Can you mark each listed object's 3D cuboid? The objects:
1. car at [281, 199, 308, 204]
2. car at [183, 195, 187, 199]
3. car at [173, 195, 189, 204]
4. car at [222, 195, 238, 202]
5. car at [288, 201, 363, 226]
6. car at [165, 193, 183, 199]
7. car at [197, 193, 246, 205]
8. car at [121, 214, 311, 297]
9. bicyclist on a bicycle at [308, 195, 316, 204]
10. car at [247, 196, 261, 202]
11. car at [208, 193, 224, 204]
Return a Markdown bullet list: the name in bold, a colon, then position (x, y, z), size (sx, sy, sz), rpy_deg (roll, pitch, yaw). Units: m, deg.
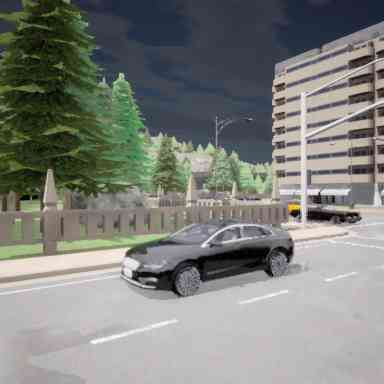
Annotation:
- **car**: position (9.794, 1.422, 29.437), size (1.882, 1.535, 5.008), rpy_deg (0, 0, -33)
- **car**: position (0.135, 1.156, 59.651), size (2.150, 2.045, 5.566), rpy_deg (0, 1, 5)
- **car**: position (-2.251, 1.467, 67.157), size (1.882, 1.535, 5.008), rpy_deg (0, 0, 14)
- **car**: position (8.588, 1.469, 75.176), size (1.812, 1.442, 4.674), rpy_deg (0, 0, 32)
- **car**: position (9.347, 1.545, 23.371), size (1.895, 1.301, 4.718), rpy_deg (0, 0, -29)
- **car**: position (-3.015, 1.169, 51.072), size (2.150, 2.045, 5.566), rpy_deg (0, 0, -6)
- **car**: position (2.678, 1.164, 34.152), size (2.150, 2.045, 5.566), rpy_deg (0, 0, -28)
- **car**: position (0.611, 1.491, 8.663), size (4.902, 1.511, 2.128), rpy_deg (0, 0, -35)
- **bicyclist on a bicycle**: position (15.306, 1.245, 42.449), size (1.656, 1.620, 0.582), rpy_deg (0, 0, -29)
- **car**: position (14.303, 1.540, 77.284), size (1.895, 1.301, 4.718), rpy_deg (0, 0, 40)
- **car**: position (4.801, 1.166, 65.225), size (2.150, 2.045, 5.566), rpy_deg (0, 0, 14)
